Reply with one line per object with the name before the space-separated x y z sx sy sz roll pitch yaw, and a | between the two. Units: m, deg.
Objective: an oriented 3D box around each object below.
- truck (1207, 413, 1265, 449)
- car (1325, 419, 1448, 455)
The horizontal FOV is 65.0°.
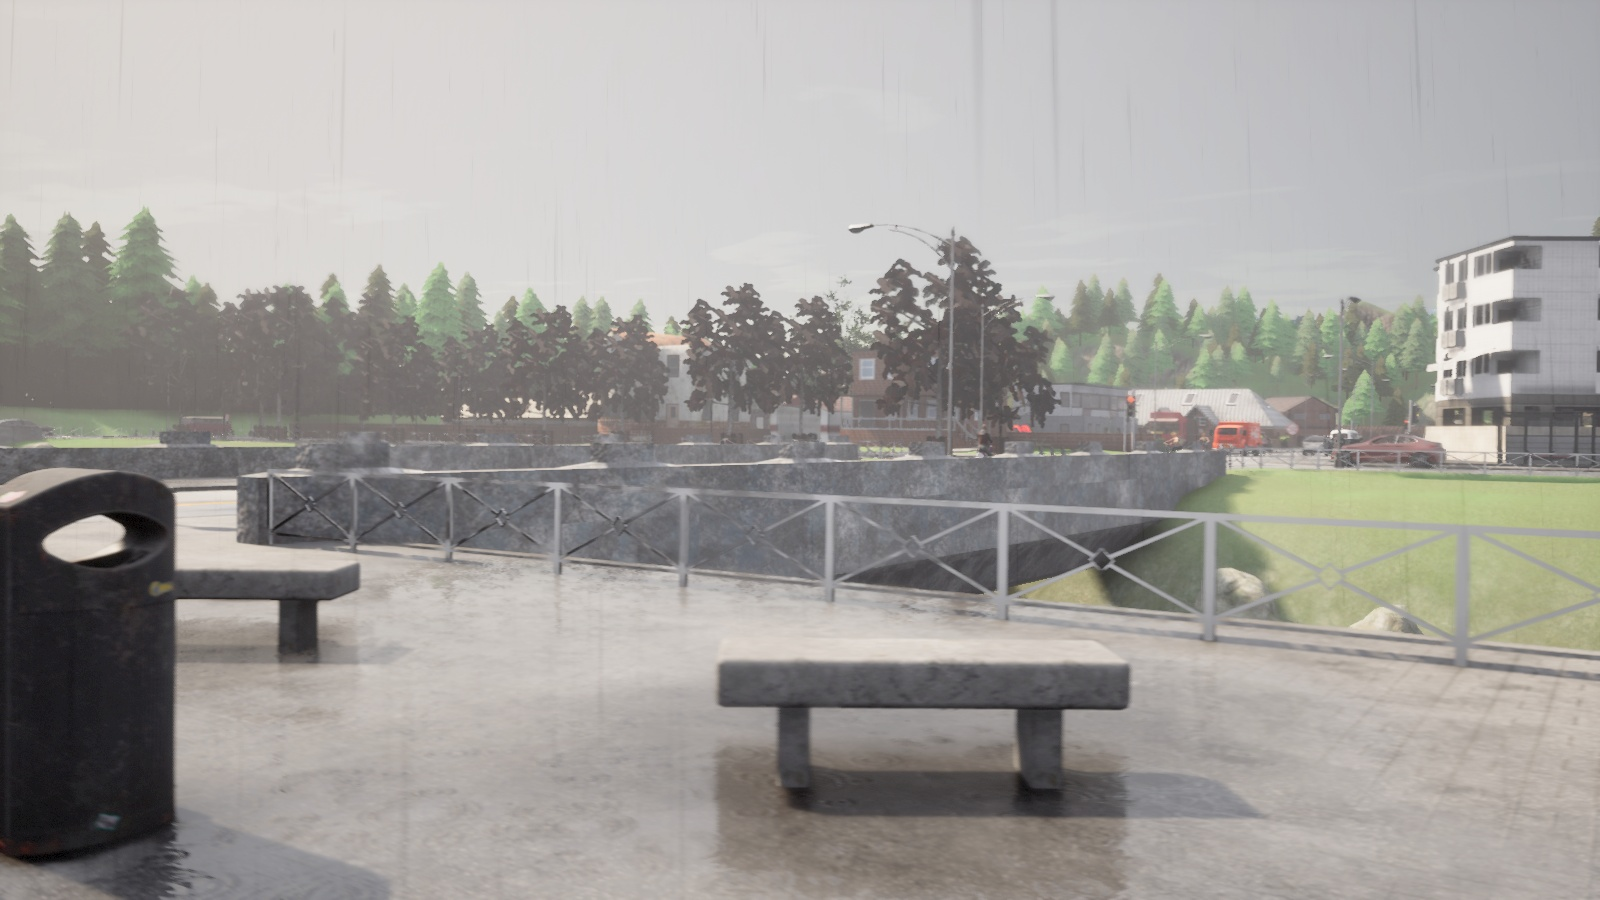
truck | 30.871 -1.359 88.829 2.627 2.467 5.204 0 1 34
car | 27.902 -0.605 59.776 5.027 1.651 2.152 0 1 34
